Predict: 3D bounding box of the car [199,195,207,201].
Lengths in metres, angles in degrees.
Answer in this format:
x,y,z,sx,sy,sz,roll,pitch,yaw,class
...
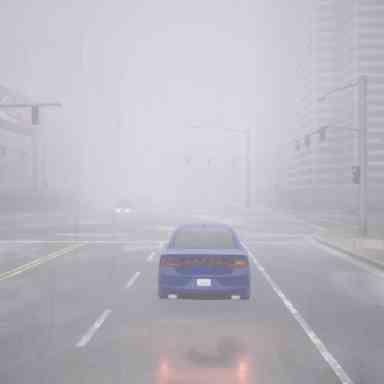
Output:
x,y,z,sx,sy,sz,roll,pitch,yaw,class
2.781,1.524,86.238,1.812,1.442,4.674,0,0,2,car

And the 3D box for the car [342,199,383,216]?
x,y,z,sx,sy,sz,roll,pitch,yaw,class
17.234,1.505,32.366,4.892,1.490,1.837,0,0,2,car

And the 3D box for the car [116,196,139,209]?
x,y,z,sx,sy,sz,roll,pitch,yaw,class
-9.133,1.564,46.216,1.994,1.385,4.181,0,0,2,car

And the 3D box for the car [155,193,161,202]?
x,y,z,sx,sy,sz,roll,pitch,yaw,class
-8.098,1.539,74.814,2.033,1.411,5.357,0,0,2,car

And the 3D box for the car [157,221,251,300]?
x,y,z,sx,sy,sz,roll,pitch,yaw,class
0.310,1.478,8.462,1.882,1.535,5.008,0,0,2,car

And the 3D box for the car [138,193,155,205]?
x,y,z,sx,sy,sz,roll,pitch,yaw,class
-8.673,1.212,59.557,2.150,2.045,5.566,0,1,2,car
